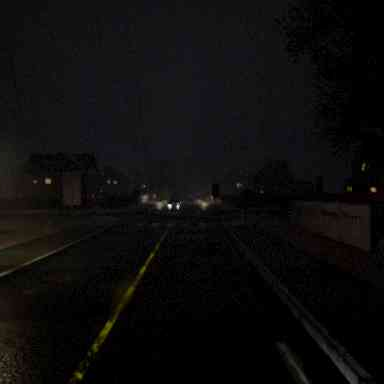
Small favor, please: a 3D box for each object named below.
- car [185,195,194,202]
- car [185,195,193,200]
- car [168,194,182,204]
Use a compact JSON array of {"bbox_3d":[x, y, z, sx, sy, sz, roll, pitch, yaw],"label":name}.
[{"bbox_3d":[-0.596,1.497,71.873,1.895,1.301,4.718,0,0,-1],"label":"car"},{"bbox_3d":[-0.765,1.387,81.898,1.895,1.301,4.718,0,0,-2],"label":"car"},{"bbox_3d":[-3.205,1.474,60.081,1.895,1.301,4.718,0,0,0],"label":"car"}]
